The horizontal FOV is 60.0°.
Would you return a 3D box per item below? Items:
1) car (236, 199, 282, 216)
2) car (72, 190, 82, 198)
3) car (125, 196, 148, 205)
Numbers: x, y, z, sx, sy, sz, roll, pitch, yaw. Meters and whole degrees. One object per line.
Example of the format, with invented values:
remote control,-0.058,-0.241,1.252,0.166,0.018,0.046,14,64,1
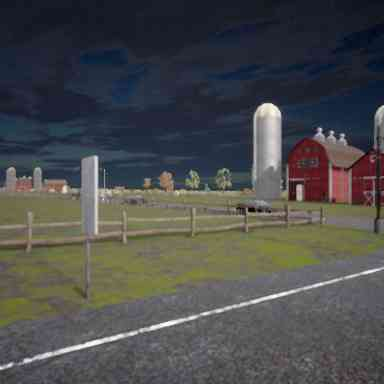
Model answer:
car,6.526,1.471,32.620,1.882,1.535,5.008,0,1,-36
car,-30.018,0.436,88.275,2.150,2.045,5.566,0,1,-36
car,-9.148,1.283,54.462,2.033,1.411,5.357,0,1,-35
